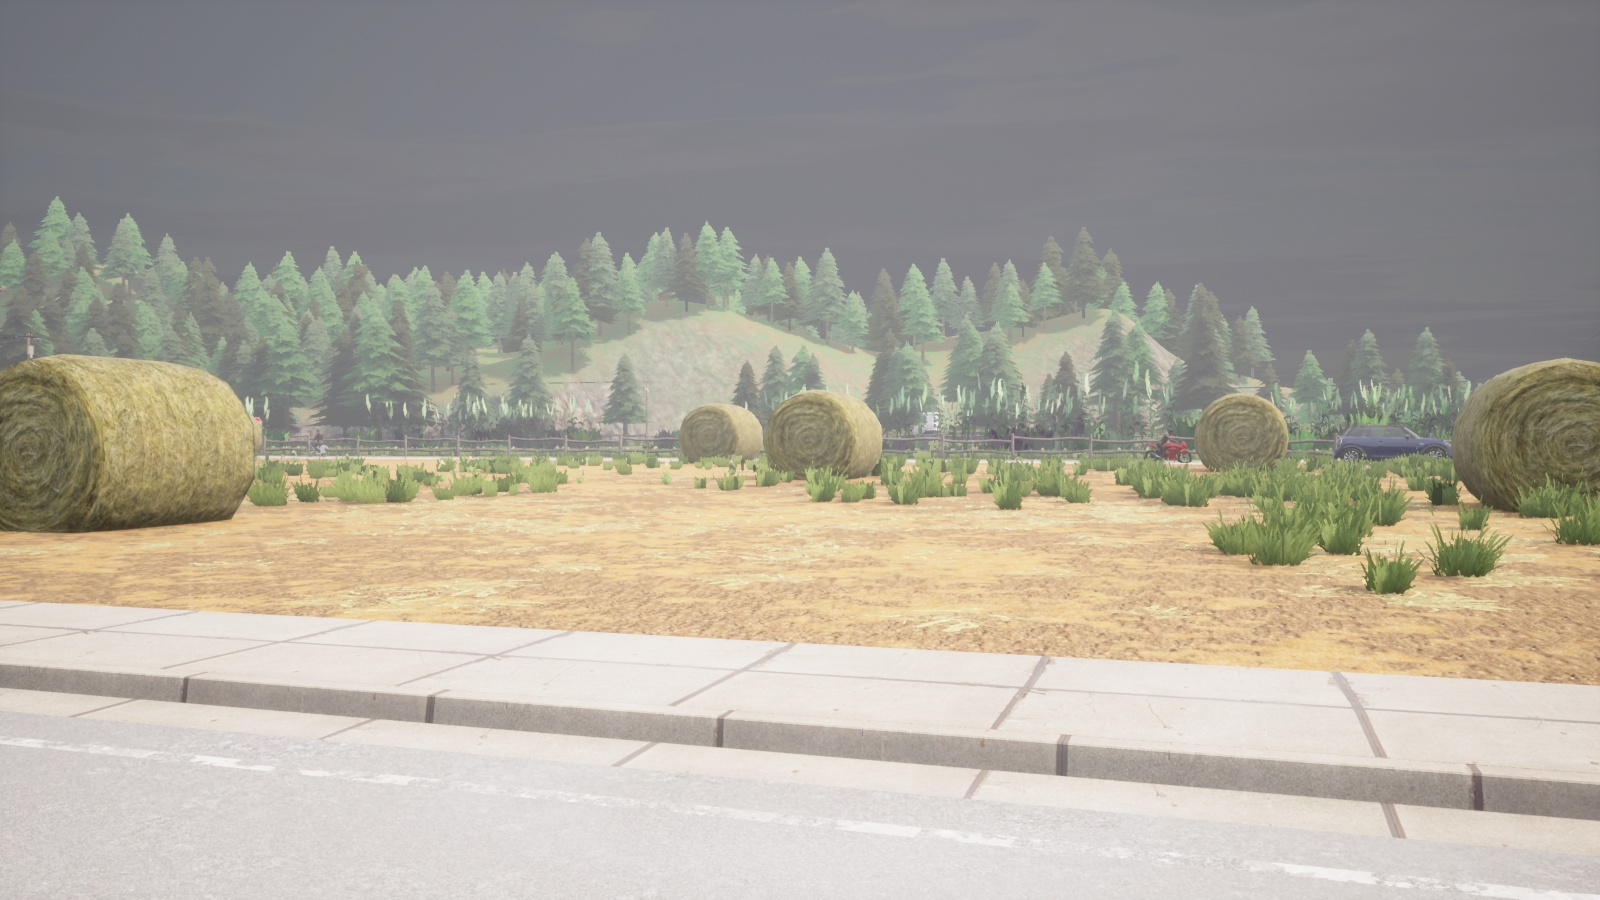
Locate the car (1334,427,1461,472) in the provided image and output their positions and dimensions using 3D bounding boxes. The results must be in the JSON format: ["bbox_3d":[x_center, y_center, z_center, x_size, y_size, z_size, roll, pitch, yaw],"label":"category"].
[{"bbox_3d":[24.135,-0.048,50.938,4.553,1.767,2.097,1,1,23],"label":"car"}]

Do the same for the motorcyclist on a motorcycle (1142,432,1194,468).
[{"bbox_3d":[15.920,-0.010,54.335,2.044,1.523,0.797,1,1,22],"label":"motorcyclist on a motorcycle"}]
